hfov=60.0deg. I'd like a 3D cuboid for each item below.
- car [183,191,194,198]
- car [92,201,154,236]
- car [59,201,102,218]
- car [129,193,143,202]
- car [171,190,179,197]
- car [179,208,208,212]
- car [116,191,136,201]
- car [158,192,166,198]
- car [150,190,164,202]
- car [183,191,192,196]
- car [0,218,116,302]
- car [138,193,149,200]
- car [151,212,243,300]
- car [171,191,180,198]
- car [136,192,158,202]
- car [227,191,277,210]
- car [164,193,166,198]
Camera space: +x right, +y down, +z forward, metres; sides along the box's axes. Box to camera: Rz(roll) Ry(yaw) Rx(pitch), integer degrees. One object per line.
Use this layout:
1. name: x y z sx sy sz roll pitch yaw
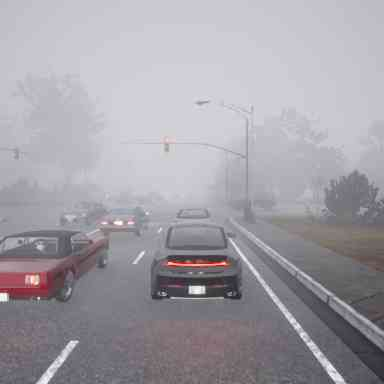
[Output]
1. car: -0.671 0.783 85.235 1.994 1.385 4.181 0 1 -4
2. car: -3.446 1.442 17.724 2.033 1.411 5.357 0 0 -1
3. car: -7.060 1.351 22.009 2.128 1.511 4.902 0 0 3
4. car: -10.676 0.987 63.683 1.882 1.535 5.008 0 1 0
5. car: -4.912 0.451 94.749 2.097 1.767 4.553 0 1 -7
6. car: 0.080 1.497 17.628 1.895 1.301 4.718 0 0 0
7. car: -10.691 0.821 53.796 2.150 2.045 5.566 0 0 0
8. car: -7.602 0.780 83.911 1.812 1.442 4.674 0 1 -3
9. car: -7.166 0.733 63.452 2.150 2.045 5.566 0 1 -1
10. car: -1.424 0.465 95.112 2.033 1.411 5.357 0 1 -7
11. car: -3.413 1.570 8.135 1.895 1.301 4.718 0 0 0
12. car: -10.742 0.991 73.769 1.895 1.301 4.718 0 1 -1
13. car: 0.088 1.473 8.315 1.837 1.490 4.892 0 0 0
14. car: -4.143 0.602 84.681 2.097 1.767 4.553 0 1 -4
15. car: -7.192 1.151 53.277 2.033 1.411 5.357 0 0 0
16. car: 6.800 0.957 37.672 5.566 2.045 2.150 0 0 -8
17. car: -7.237 0.876 73.642 1.882 1.535 5.008 0 1 -1
